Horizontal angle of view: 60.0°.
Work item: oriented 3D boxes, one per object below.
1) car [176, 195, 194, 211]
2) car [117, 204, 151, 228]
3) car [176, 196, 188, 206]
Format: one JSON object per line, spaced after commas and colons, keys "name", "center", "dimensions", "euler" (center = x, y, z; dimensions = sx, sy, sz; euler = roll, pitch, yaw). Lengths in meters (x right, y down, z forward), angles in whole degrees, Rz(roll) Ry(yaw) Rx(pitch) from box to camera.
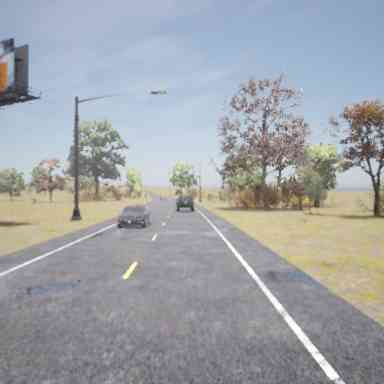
{"name": "car", "center": [-0.897, 1.385, 43.287], "dimensions": [2.150, 2.045, 5.566], "euler": [0, 0, -3]}
{"name": "car", "center": [-3.901, 1.602, 22.891], "dimensions": [1.837, 1.490, 4.892], "euler": [0, 0, -1]}
{"name": "car", "center": [-1.945, 1.570, 62.483], "dimensions": [2.097, 1.767, 4.553], "euler": [0, 0, -4]}
